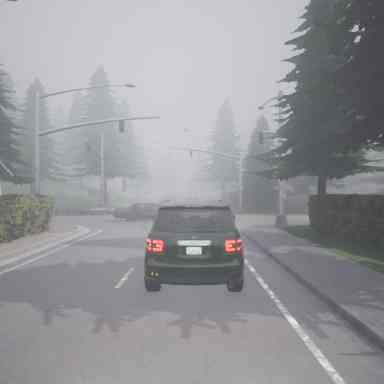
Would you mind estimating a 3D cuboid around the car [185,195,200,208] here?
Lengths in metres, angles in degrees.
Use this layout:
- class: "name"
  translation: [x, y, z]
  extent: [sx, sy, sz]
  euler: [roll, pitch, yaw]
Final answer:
- class: "car"
  translation: [0.076, 1.352, 47.968]
  extent: [2.097, 1.767, 4.553]
  euler: [0, 0, 0]

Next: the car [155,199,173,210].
- class: "car"
  translation: [-3.627, 1.601, 43.912]
  extent: [1.895, 1.301, 4.718]
  euler: [0, 0, 0]

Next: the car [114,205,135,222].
- class: "car"
  translation: [-3.241, 1.543, 25.591]
  extent: [5.357, 1.411, 2.033]
  euler: [0, 0, 0]

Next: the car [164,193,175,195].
- class: "car"
  translation: [-3.625, 1.221, 53.821]
  extent: [2.150, 2.045, 5.566]
  euler: [0, 0, -1]

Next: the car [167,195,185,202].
- class: "car"
  translation: [-3.599, 1.524, 74.043]
  extent: [1.812, 1.442, 4.674]
  euler: [0, 0, -35]

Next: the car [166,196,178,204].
- class: "car"
  translation: [-3.921, 1.505, 64.250]
  extent: [1.837, 1.490, 4.892]
  euler: [0, 0, -8]

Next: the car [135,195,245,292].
- class: "car"
  translation: [0.057, 1.221, 9.079]
  extent: [2.150, 2.045, 5.566]
  euler: [0, 0, 0]
